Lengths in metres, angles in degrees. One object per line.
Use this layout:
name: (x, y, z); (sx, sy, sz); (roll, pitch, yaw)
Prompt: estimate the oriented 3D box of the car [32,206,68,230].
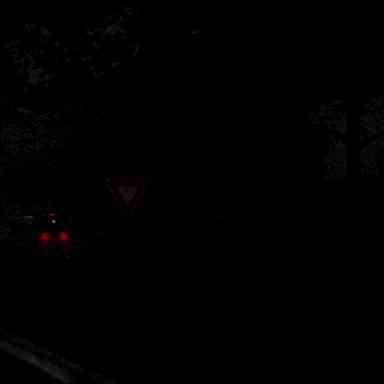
car: (-9.955, 1.692, 23.173); (2.128, 1.511, 4.902); (0, -1, -30)
